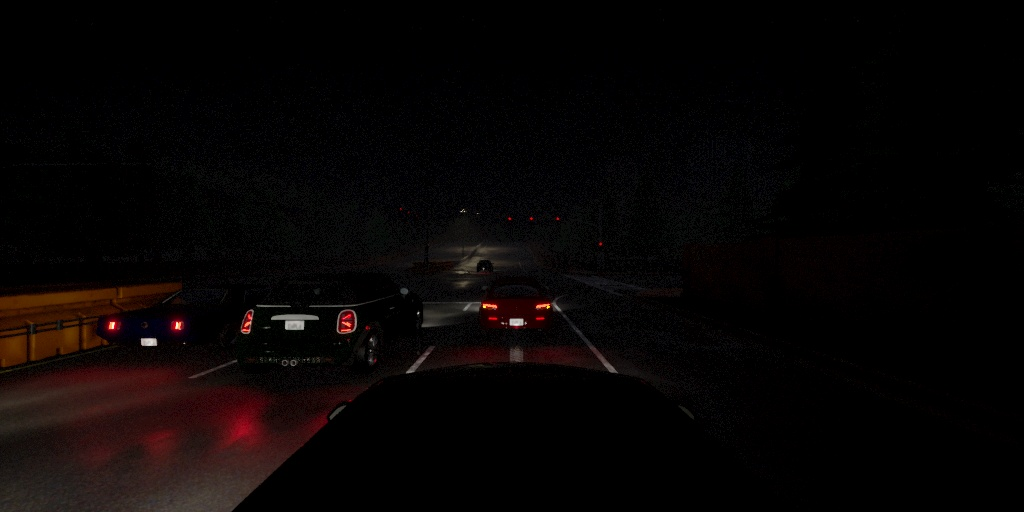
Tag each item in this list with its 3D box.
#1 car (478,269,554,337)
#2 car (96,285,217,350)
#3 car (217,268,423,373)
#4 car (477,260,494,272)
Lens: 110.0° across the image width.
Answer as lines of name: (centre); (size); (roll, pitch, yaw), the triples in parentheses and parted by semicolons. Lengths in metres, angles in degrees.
car: (0.097, 1.276, 10.120); (1.812, 1.442, 4.674); (0, 0, 0)
car: (-6.902, 1.351, 9.044); (1.895, 1.301, 4.718); (0, 0, 0)
car: (-3.400, 1.102, 7.730); (2.097, 1.767, 4.553); (0, 0, 0)
car: (-3.410, 1.255, 45.467); (1.837, 1.490, 4.892); (0, 0, 0)
